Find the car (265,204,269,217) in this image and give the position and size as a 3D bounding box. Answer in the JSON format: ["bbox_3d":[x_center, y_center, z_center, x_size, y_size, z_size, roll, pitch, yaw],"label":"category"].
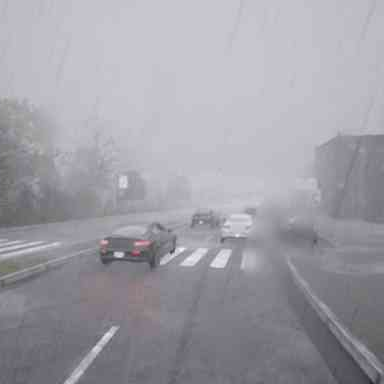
[{"bbox_3d":[10.349,2.525,40.565,2.002,1.452,4.674,1,-1,12],"label":"car"}]

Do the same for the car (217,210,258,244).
[{"bbox_3d":[2.689,1.951,18.578,1.812,1.442,4.674,1,-1,11],"label":"car"}]

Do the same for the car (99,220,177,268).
[{"bbox_3d":[-1.795,1.741,12.117,1.812,1.442,4.674,1,-1,9],"label":"car"}]

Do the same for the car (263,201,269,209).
[{"bbox_3d":[12.594,2.618,51.484,2.185,1.767,4.553,1,-1,12],"label":"car"}]

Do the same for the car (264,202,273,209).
[{"bbox_3d":[19.260,3.386,83.949,2.185,1.767,4.553,1,-1,12],"label":"car"}]

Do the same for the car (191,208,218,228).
[{"bbox_3d":[1.158,2.077,27.416,1.837,1.490,4.892,1,-1,11],"label":"car"}]

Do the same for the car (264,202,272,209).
[{"bbox_3d":[20.371,3.514,89.359,2.185,1.767,4.553,1,-1,12],"label":"car"}]

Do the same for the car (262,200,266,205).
[{"bbox_3d":[15.916,2.875,67.655,2.435,2.045,5.566,1,-1,12],"label":"car"}]

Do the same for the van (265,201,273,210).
[{"bbox_3d":[18.181,3.161,78.684,1.878,1.987,4.442,1,-1,12],"label":"van"}]

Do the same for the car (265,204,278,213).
[{"bbox_3d":[14.819,3.000,62.329,2.097,1.535,5.008,1,-1,12],"label":"car"}]

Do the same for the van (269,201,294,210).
[{"bbox_3d":[8.155,2.006,29.865,1.878,1.987,4.442,1,-1,12],"label":"van"}]

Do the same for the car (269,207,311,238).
[{"bbox_3d":[7.023,2.131,24.364,2.163,1.488,4.792,1,-1,12],"label":"car"}]

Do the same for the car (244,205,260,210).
[{"bbox_3d":[8.240,2.580,46.111,1.837,1.490,4.892,1,-1,12],"label":"car"}]
